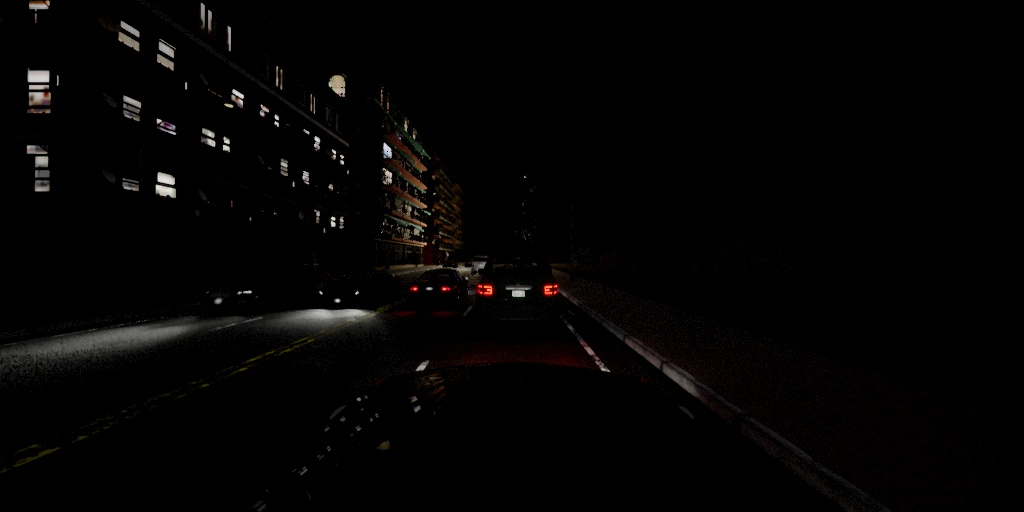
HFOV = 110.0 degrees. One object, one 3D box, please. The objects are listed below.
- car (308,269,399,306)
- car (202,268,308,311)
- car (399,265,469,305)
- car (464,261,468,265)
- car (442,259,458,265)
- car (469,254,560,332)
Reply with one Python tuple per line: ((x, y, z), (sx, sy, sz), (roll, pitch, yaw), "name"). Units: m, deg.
((-6.583, 1.300, 16.180), (2.033, 1.411, 5.357), (0, 0, 0), "car")
((-9.835, 1.244, 14.463), (2.128, 1.511, 4.902), (0, 0, 0), "car")
((-3.133, 1.299, 16.151), (2.033, 1.411, 5.357), (0, 0, 0), "car")
((-6.522, 1.278, 57.313), (1.812, 1.442, 4.674), (0, 0, 0), "car")
((-9.776, 1.230, 56.519), (1.882, 1.535, 5.008), (0, 0, 0), "car")
((0.115, 0.973, 11.040), (2.150, 2.045, 5.566), (0, 0, -1), "car")
